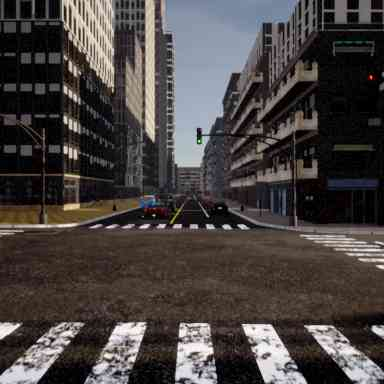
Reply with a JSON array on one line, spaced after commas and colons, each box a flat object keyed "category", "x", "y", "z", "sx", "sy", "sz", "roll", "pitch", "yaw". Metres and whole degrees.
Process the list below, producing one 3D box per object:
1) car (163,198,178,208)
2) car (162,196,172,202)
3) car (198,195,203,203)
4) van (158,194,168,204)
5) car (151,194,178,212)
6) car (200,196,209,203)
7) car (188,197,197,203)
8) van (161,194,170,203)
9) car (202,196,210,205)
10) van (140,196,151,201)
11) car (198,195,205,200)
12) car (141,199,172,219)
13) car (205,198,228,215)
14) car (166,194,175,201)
[{"category": "car", "x": -3.112, "y": 1.576, "z": 49.525, "sx": 1.994, "sy": 1.385, "sz": 4.181, "roll": 0, "pitch": 0, "yaw": 0}, {"category": "car", "x": -5.737, "y": 1.576, "z": 77.624, "sx": 2.008, "sy": 1.369, "sz": 4.403, "roll": 0, "pitch": 0, "yaw": 0}, {"category": "car", "x": 2.653, "y": 1.568, "z": 60.666, "sx": 2.008, "sy": 1.369, "sz": 4.403, "roll": 0, "pitch": 0, "yaw": 0}, {"category": "van", "x": -5.732, "y": 1.361, "z": 66.315, "sx": 1.690, "sy": 1.788, "sz": 3.998, "roll": 0, "pitch": 0, "yaw": 0}, {"category": "car", "x": -3.127, "y": 1.230, "z": 39.435, "sx": 2.150, "sy": 2.045, "sz": 5.566, "roll": 0, "pitch": 0, "yaw": 0}, {"category": "car", "x": 2.646, "y": 1.567, "z": 71.974, "sx": 1.887, "sy": 1.381, "sz": 4.507, "roll": 0, "pitch": 0, "yaw": 0}, {"category": "car", "x": 0.060, "y": 1.622, "z": 69.804, "sx": 1.895, "sy": 1.301, "sz": 4.718, "roll": 0, "pitch": 0, "yaw": 0}, {"category": "van", "x": -5.735, "y": 1.363, "z": 71.969, "sx": 1.690, "sy": 1.788, "sz": 3.998, "roll": 0, "pitch": 0, "yaw": 0}, {"category": "car", "x": 2.662, "y": 1.555, "z": 43.703, "sx": 1.887, "sy": 1.381, "sz": 4.507, "roll": 0, "pitch": 0, "yaw": 0}, {"category": "van", "x": -5.719, "y": 1.351, "z": 43.698, "sx": 1.690, "sy": 1.788, "sz": 3.998, "roll": 0, "pitch": 0, "yaw": 0}, {"category": "car", "x": 2.633, "y": 1.601, "z": 94.592, "sx": 1.947, "sy": 1.339, "sz": 4.313, "roll": 0, "pitch": 0, "yaw": 0}, {"category": "car", "x": -3.119, "y": 1.606, "z": 29.536, "sx": 1.895, "sy": 1.301, "sz": 4.718, "roll": 0, "pitch": 0, "yaw": 0}, {"category": "car", "x": 2.669, "y": 1.572, "z": 33.736, "sx": 1.947, "sy": 1.339, "sz": 4.313, "roll": 0, "pitch": 0, "yaw": 0}, {"category": "car", "x": -5.745, "y": 1.347, "z": 88.933, "sx": 2.192, "sy": 1.841, "sz": 5.009, "roll": 0, "pitch": 0, "yaw": 0}]
